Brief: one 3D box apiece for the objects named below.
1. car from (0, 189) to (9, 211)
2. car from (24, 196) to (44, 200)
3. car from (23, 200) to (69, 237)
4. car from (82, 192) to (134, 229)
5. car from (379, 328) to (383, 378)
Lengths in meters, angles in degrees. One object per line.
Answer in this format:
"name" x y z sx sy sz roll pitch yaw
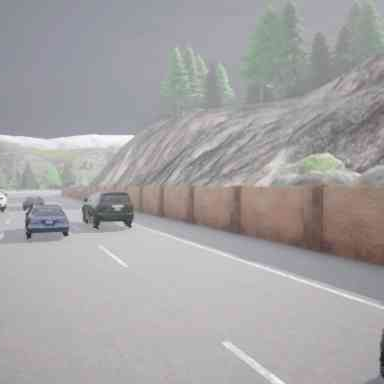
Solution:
"car" -18.892 0.757 31.710 2.150 2.045 5.566 0 -1 -27
"car" -16.521 1.098 34.772 1.994 1.385 4.181 0 1 -27
"car" -7.305 1.330 16.599 2.033 1.411 5.357 0 1 -27
"car" -5.205 0.988 20.199 2.150 2.045 5.566 0 1 -27
"car" 3.844 1.364 2.286 2.097 1.767 4.553 0 1 -27
